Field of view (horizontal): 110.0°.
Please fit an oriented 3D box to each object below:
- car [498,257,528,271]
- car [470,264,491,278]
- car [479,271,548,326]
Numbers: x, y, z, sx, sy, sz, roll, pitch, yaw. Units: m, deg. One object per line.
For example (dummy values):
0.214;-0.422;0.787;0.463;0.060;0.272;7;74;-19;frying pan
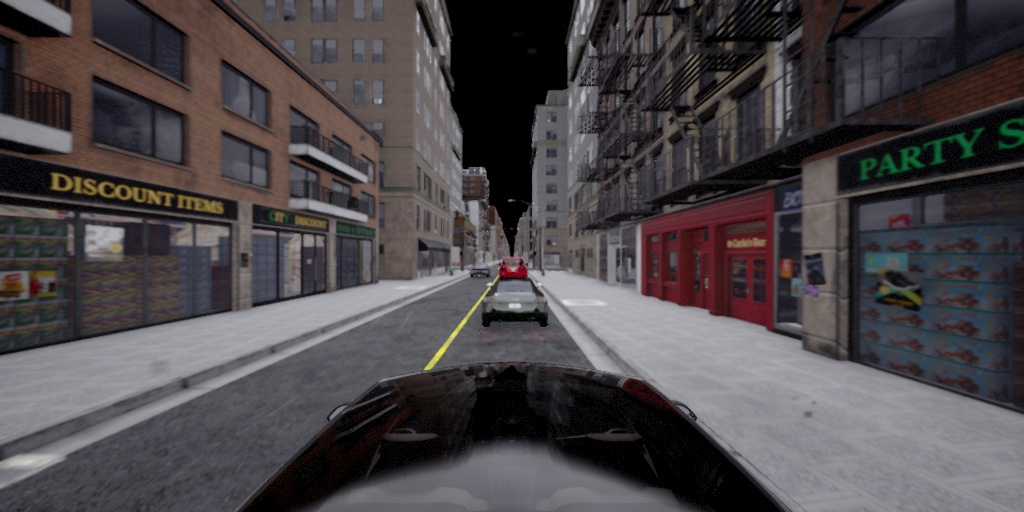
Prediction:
0.098;1.113;28.485;2.150;2.045;5.566;0;0;0;car
-3.075;1.473;36.241;2.033;1.411;5.357;0;0;0;car
0.087;1.368;11.982;1.994;1.385;4.181;0;0;0;car
